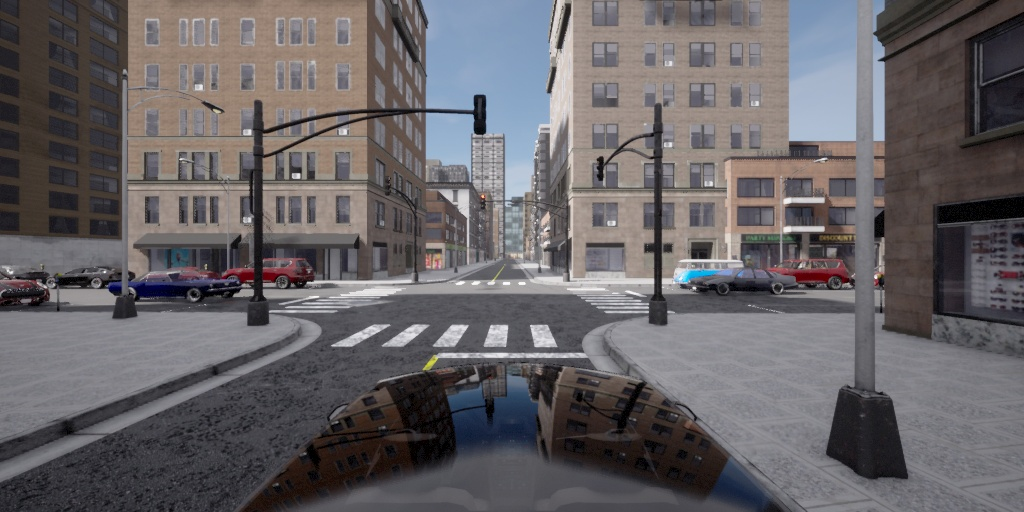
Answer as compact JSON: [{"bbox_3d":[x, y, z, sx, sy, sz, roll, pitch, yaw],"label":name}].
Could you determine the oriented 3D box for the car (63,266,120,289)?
[{"bbox_3d":[-25.960,1.299,22.196,4.313,1.339,1.948,0,0,0],"label":"car"}]

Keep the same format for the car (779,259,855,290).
[{"bbox_3d":[17.631,1.087,21.952,5.009,1.841,2.192,0,0,0],"label":"car"}]

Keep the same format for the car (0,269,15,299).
[{"bbox_3d":[-25.999,1.297,16.236,4.181,1.385,1.994,0,0,0],"label":"car"}]

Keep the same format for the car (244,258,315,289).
[{"bbox_3d":[-14.913,1.058,22.134,5.009,1.841,2.192,0,0,0],"label":"car"}]

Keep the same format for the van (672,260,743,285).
[{"bbox_3d":[12.034,1.108,21.983,3.998,1.789,1.690,0,0,0],"label":"van"}]

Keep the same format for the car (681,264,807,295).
[{"bbox_3d":[12.342,1.315,19.280,5.357,1.411,2.033,0,0,-5],"label":"car"}]

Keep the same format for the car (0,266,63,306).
[{"bbox_3d":[-20.459,1.179,13.639,4.097,1.591,1.967,0,0,0],"label":"car"}]

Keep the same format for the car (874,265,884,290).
[{"bbox_3d":[23.226,1.216,21.920,4.097,1.591,1.967,0,0,0],"label":"car"}]

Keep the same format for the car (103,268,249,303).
[{"bbox_3d":[-15.003,1.345,16.192,4.718,1.301,1.895,0,0,3],"label":"car"}]
